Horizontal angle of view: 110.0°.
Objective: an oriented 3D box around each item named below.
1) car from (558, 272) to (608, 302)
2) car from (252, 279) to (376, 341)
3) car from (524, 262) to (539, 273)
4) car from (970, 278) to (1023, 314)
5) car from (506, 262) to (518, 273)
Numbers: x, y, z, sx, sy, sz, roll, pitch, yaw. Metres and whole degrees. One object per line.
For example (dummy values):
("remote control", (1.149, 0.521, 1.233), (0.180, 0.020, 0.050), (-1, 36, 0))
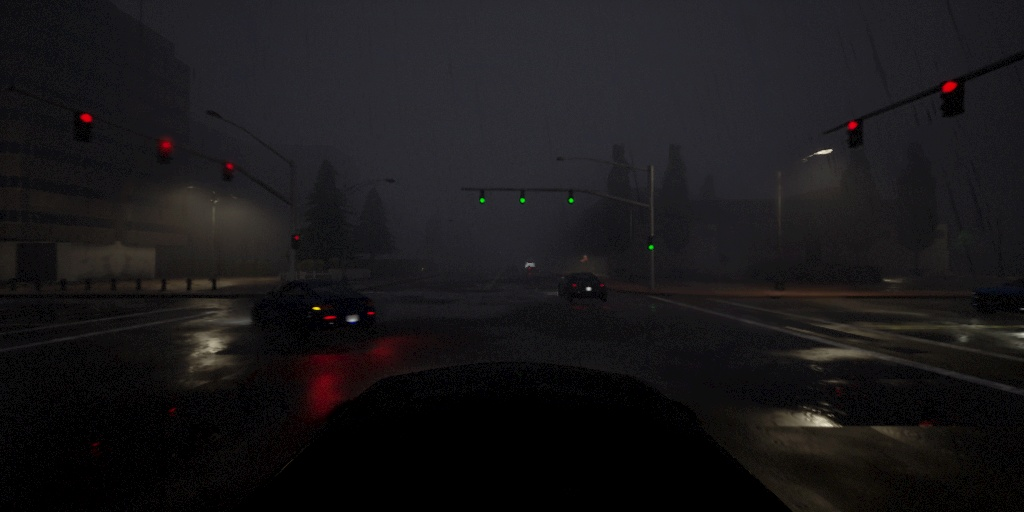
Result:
("car", (3.595, 1.539, 18.804), (1.994, 1.385, 4.181), (0, -1, 0))
("car", (-5.719, 1.388, 10.305), (4.674, 1.442, 1.812), (-1, -2, 39))
("car", (3.483, 2.130, 60.934), (1.895, 1.301, 4.718), (0, -1, 0))
("car", (19.362, 1.373, 12.641), (5.008, 1.535, 1.882), (0, -1, -1))
("car", (-0.017, 2.097, 61.278), (1.994, 1.385, 4.181), (0, -1, 0))
